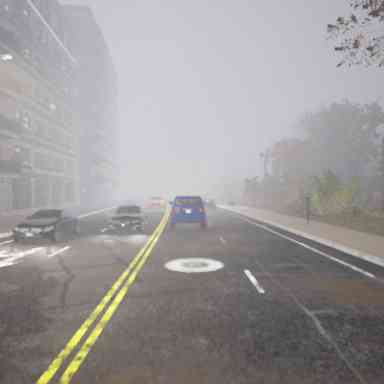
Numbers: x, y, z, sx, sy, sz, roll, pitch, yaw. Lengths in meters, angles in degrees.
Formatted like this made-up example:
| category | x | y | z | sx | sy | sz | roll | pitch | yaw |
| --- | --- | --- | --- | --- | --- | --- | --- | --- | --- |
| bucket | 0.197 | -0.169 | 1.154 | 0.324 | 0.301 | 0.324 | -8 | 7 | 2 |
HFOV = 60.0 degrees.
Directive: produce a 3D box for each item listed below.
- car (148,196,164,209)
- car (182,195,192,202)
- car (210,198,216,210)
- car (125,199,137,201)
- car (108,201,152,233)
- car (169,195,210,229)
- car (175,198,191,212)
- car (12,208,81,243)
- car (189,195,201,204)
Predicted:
| category | x | y | z | sx | sy | sz | roll | pitch | yaw |
| --- | --- | --- | --- | --- | --- | --- | --- | --- | --- |
| car | -4.804 | 1.329 | 44.843 | 2.097 | 1.767 | 4.553 | 0 | 0 | -3 |
| car | -1.228 | 1.458 | 77.548 | 1.812 | 1.442 | 4.674 | 0 | 0 | -7 |
| car | 1.953 | 1.520 | 42.749 | 2.033 | 1.411 | 5.357 | 0 | 0 | -4 |
| car | -7.964 | 1.583 | 43.091 | 1.895 | 1.301 | 4.718 | 0 | 0 | -3 |
| car | -3.691 | 1.500 | 19.931 | 1.837 | 1.490 | 4.892 | 0 | 0 | -2 |
| car | -0.297 | 1.212 | 21.835 | 2.150 | 2.045 | 5.566 | 0 | 0 | -2 |
| car | -1.153 | 1.504 | 40.198 | 1.812 | 1.442 | 4.674 | 0 | 0 | -3 |
| car | -6.838 | 1.524 | 16.204 | 1.812 | 1.442 | 4.674 | 0 | 0 | -1 |
| car | 0.513 | 1.432 | 61.384 | 1.882 | 1.535 | 5.008 | 0 | 0 | -5 |
